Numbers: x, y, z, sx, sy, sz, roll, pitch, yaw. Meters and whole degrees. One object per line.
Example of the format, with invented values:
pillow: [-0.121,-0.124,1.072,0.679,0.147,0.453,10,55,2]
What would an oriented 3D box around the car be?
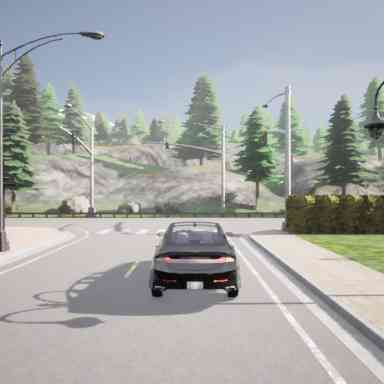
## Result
car: [0.074,1.492,8.502,2.128,1.511,4.902,0,0,0]
